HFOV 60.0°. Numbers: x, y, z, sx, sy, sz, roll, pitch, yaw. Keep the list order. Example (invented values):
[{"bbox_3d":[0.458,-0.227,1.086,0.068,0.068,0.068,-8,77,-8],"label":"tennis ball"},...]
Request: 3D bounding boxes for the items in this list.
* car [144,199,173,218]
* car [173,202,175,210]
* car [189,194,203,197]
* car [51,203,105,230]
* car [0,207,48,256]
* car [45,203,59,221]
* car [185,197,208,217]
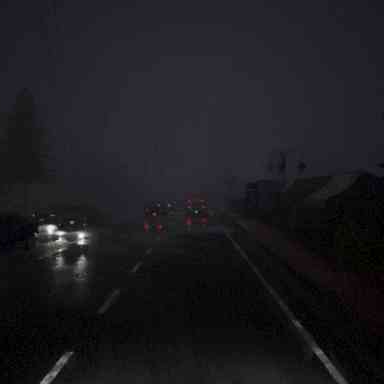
[{"bbox_3d":[-3.155,1.608,30.461,1.895,1.301,4.718,0,0,1],"label":"car"},{"bbox_3d":[-3.109,1.559,40.041,2.033,1.411,5.357,0,0,1],"label":"car"},{"bbox_3d":[0.547,1.245,44.690,2.150,2.045,5.566,0,0,1],"label":"car"},{"bbox_3d":[-6.898,1.557,21.090,1.994,1.385,4.181,0,0,0],"label":"car"},{"bbox_3d":[-6.998,1.466,11.151,1.882,1.535,5.008,0,0,1],"label":"car"},{"bbox_3d":[-10.336,1.535,25.631,2.033,1.411,5.357,0,0,0],"label":"car"},{"bbox_3d":[0.419,1.542,32.024,1.812,1.442,4.674,0,0,1],"label":"car"}]
